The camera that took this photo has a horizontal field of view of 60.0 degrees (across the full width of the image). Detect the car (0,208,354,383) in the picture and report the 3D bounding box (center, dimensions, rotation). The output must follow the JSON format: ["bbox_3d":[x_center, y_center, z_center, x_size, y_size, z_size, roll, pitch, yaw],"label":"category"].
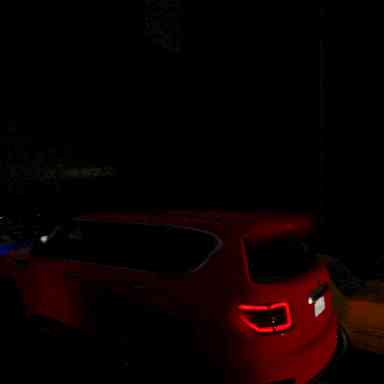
[{"bbox_3d":[-0.850,1.264,5.009,5.566,2.045,2.150,0,-1,37],"label":"car"}]

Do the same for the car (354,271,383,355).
[{"bbox_3d":[1.272,1.585,5.871,4.829,1.417,1.752,0,-1,37],"label":"car"}]

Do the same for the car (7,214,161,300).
[{"bbox_3d":[-3.031,1.504,9.056,4.097,1.590,1.967,0,-1,37],"label":"car"}]
